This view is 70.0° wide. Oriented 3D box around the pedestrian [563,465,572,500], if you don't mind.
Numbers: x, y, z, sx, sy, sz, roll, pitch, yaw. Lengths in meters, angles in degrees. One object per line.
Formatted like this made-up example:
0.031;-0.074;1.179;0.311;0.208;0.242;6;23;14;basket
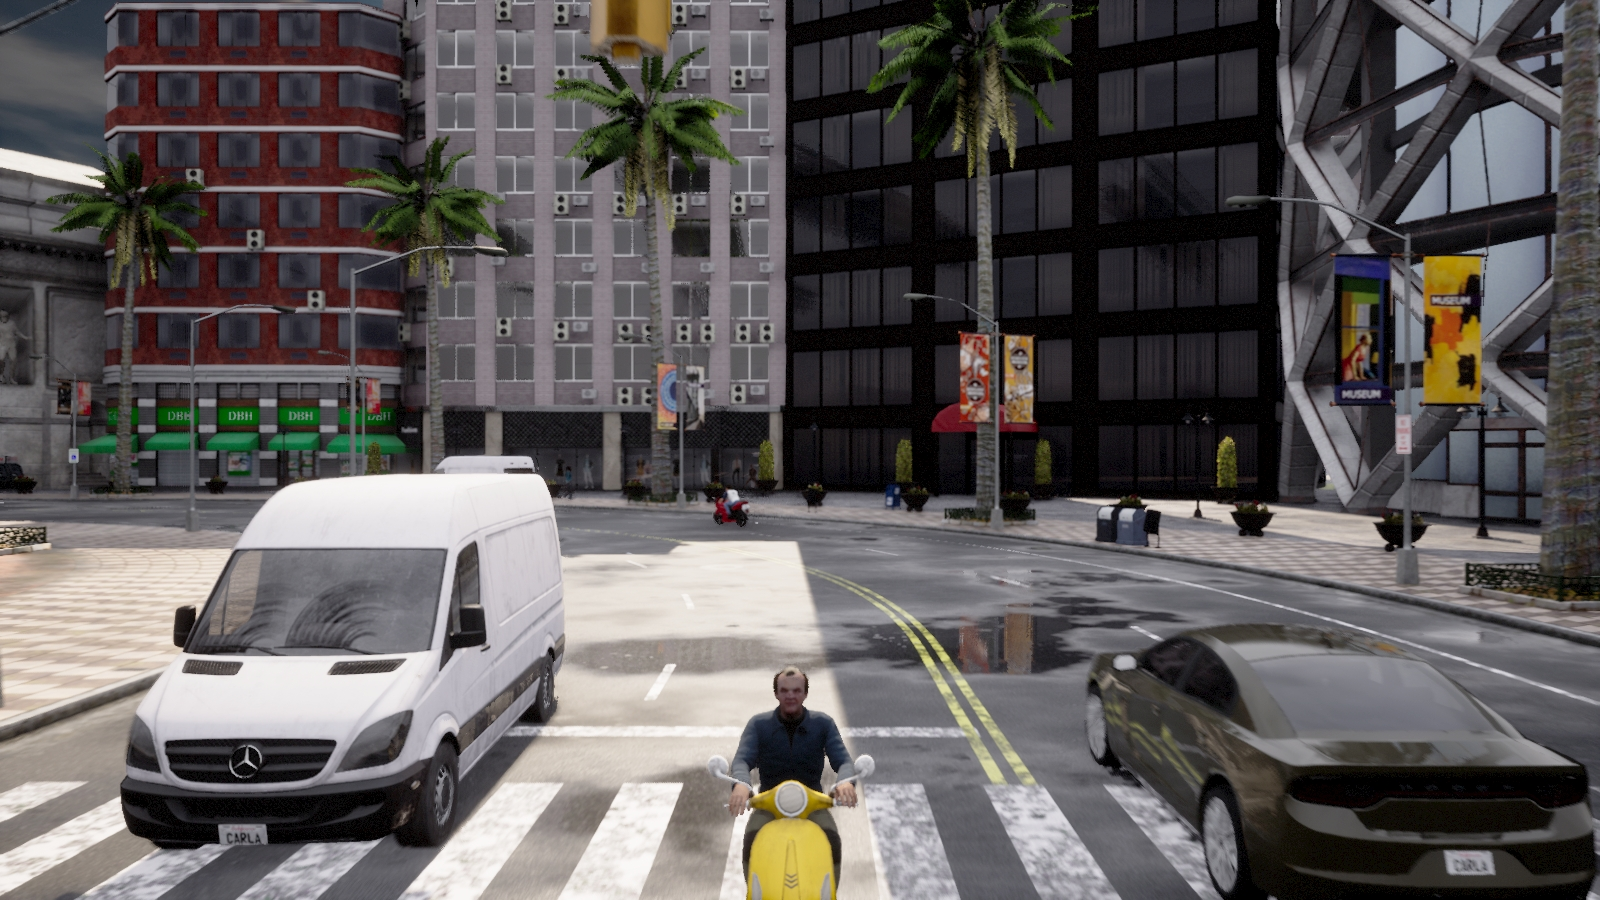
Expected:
-12.129;1.691;59.515;0.375;1.860;0.375;0;0;5;pedestrian

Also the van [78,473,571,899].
-3.549;1.534;10.074;1.988;2.561;5.915;0;0;-1;van

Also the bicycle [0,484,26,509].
-37.459;2.200;54.195;1.643;1.196;0.373;0;1;23;bicycle

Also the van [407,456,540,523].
-13.404;1.529;46.711;5.915;2.561;1.988;0;0;36;van

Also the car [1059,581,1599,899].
3.546;2.033;8.529;2.097;1.535;5.006;0;0;0;car
